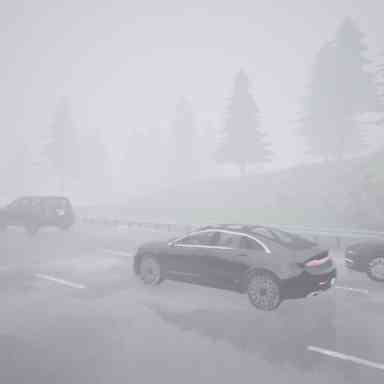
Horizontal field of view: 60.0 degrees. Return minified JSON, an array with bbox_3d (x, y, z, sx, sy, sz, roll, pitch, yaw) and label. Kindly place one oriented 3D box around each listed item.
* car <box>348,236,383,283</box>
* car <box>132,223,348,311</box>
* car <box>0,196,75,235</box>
[{"bbox_3d":[6.377,1.506,8.043,4.892,1.490,1.837,0,0,36],"label":"car"},{"bbox_3d":[0.725,1.491,7.775,4.902,1.511,2.128,0,0,36],"label":"car"},{"bbox_3d":[-9.047,1.220,19.050,5.566,2.045,2.150,0,0,36],"label":"car"}]
